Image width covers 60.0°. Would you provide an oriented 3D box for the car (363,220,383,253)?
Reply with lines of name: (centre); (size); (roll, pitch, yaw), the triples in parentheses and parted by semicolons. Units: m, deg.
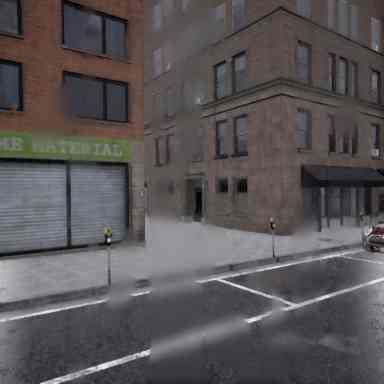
car: (8.157, 1.439, 12.428); (4.097, 1.590, 1.967); (0, -1, -35)
